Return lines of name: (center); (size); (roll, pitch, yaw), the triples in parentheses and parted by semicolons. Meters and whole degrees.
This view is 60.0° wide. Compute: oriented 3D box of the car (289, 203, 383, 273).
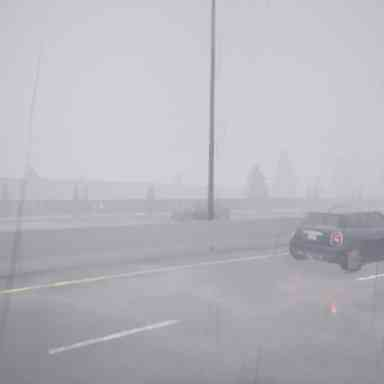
car: (5.394, 1.348, 10.818); (4.553, 1.767, 2.097); (0, 0, -29)

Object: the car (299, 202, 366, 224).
car: (10.578, 1.535, 25.000); (4.674, 1.442, 1.812); (0, 0, -22)

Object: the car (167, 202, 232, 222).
car: (0.587, 1.459, 24.284); (4.902, 1.511, 2.128); (0, 0, -27)
